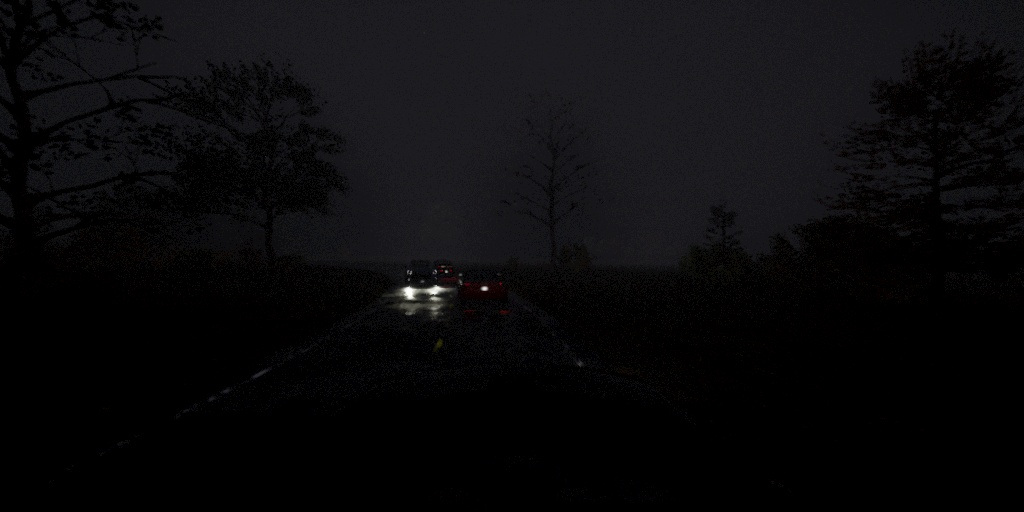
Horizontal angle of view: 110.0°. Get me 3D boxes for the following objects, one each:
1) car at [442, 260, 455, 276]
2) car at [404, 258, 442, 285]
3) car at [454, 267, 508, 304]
[{"bbox_3d":[-6.560,1.066,32.953,1.837,1.490,4.892,0,0,-23],"label":"car"},{"bbox_3d":[-6.299,1.017,24.704,2.097,1.767,4.553,0,0,-18],"label":"car"},{"bbox_3d":[-1.414,1.238,16.024,1.994,1.385,4.181,0,0,-10],"label":"car"}]
